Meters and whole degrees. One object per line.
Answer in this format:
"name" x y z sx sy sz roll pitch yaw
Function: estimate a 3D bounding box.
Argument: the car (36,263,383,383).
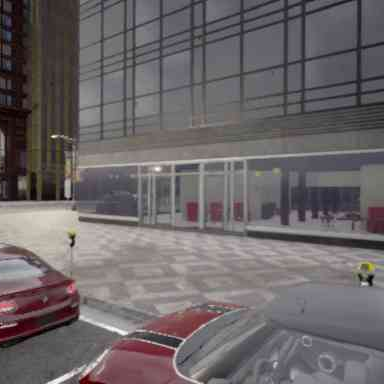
"car" 0.956 1.438 2.396 4.097 1.590 1.967 0 0 36

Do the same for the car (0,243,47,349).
"car" -3.634 1.552 5.671 4.206 1.307 1.802 0 0 36
